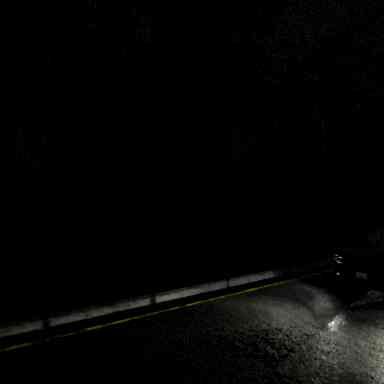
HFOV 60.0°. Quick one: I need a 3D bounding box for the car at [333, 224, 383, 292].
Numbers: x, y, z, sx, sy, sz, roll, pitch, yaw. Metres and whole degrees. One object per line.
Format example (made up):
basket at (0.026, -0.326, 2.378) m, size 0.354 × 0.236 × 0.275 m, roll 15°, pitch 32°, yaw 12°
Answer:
car at (5.583, 1.481, 8.426) m, size 5.008 × 1.535 × 1.882 m, roll 0°, pitch 0°, yaw -36°
